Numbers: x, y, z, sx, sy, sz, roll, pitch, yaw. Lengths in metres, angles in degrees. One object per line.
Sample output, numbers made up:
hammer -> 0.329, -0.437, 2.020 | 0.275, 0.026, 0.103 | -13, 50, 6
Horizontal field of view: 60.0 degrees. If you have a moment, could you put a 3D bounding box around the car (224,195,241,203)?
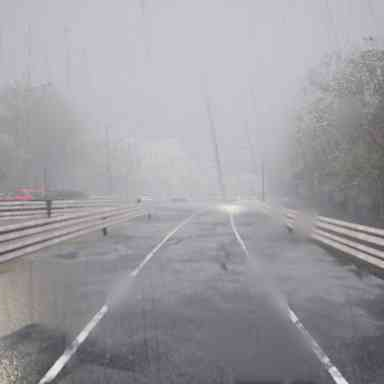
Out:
car -> 10.410, 1.951, 84.785 | 2.033, 1.411, 5.357 | 0, -1, 20

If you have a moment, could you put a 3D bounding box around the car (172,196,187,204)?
car -> -2.496, 1.627, 69.684 | 1.882, 1.535, 5.008 | 0, -1, 20

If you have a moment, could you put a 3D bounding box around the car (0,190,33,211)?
car -> -13.479, 0.864, 29.314 | 2.150, 2.045, 5.566 | 0, -1, 20

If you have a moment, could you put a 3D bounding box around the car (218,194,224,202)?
car -> 9.862, 1.729, 93.556 | 2.150, 2.045, 5.566 | 0, -1, 20

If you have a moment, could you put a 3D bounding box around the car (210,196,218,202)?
car -> 6.564, 1.993, 94.728 | 1.837, 1.490, 4.892 | 0, -1, 20

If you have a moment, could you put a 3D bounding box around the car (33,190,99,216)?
car -> -10.208, 0.874, 28.067 | 2.150, 2.045, 5.566 | 0, -1, 20
